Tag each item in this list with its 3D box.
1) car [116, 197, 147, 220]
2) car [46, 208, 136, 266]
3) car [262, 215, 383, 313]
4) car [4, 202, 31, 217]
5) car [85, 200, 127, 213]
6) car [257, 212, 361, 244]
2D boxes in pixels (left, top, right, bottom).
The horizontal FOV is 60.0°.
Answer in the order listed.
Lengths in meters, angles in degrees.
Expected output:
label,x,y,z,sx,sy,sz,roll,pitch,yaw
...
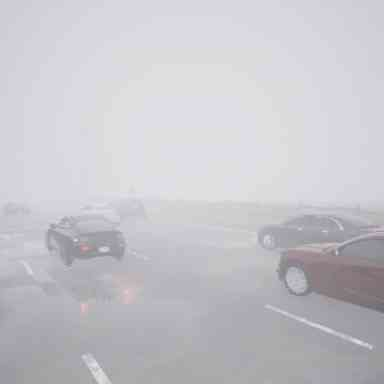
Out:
label,x,y,z,sx,sy,sz,roll,pitch,yaw
car,-5.465,1.275,27.005,2.097,1.767,4.553,0,0,-33
car,-3.798,1.493,11.570,1.812,1.442,4.674,0,0,-33
car,3.853,1.459,6.206,1.882,1.535,5.008,0,0,-33
car,-15.986,1.516,30.361,1.895,1.301,4.718,0,0,-33
car,-6.132,1.464,21.602,1.812,1.442,4.674,0,0,-33
car,4.432,1.470,11.746,1.837,1.490,4.892,0,0,-33
